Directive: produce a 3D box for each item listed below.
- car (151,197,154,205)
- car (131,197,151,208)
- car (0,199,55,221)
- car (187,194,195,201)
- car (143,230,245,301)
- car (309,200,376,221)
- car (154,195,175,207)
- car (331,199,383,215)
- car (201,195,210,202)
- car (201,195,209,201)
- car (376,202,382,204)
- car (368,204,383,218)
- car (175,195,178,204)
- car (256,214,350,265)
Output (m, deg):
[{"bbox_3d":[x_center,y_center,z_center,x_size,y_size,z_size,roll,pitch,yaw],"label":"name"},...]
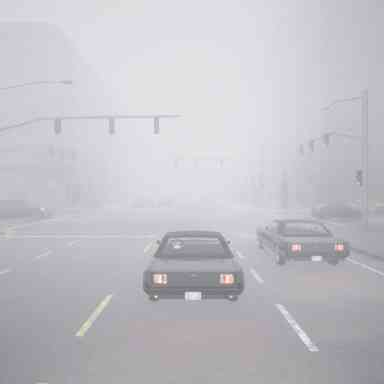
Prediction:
[{"bbox_3d":[-7.516,1.547,58.421,2.033,1.411,5.357,0,0,0],"label":"car"},{"bbox_3d":[-7.547,1.505,47.854,1.837,1.490,4.892,0,0,0],"label":"car"},{"bbox_3d":[-13.651,1.401,27.091,4.553,1.767,2.097,0,0,0],"label":"car"},{"bbox_3d":[-0.159,1.355,87.252,2.097,1.767,4.553,0,0,1],"label":"car"},{"bbox_3d":[0.038,1.601,8.267,1.895,1.301,4.718,0,0,0],"label":"car"},{"bbox_3d":[11.924,1.582,27.080,4.674,1.442,1.812,0,0,0],"label":"car"},{"bbox_3d":[-4.065,1.547,50.263,2.033,1.411,5.357,0,0,0],"label":"car"},{"bbox_3d":[17.189,1.533,34.278,5.008,1.535,1.882,0,0,0],"label":"car"},{"bbox_3d":[3.248,1.595,77.408,1.895,1.301,4.718,0,0,1],"label":"car"},{"bbox_3d":[3.343,1.553,87.383,1.994,1.385,4.181,0,0,1],"label":"car"},{"bbox_3d":[19.254,1.547,30.777,4.902,1.511,2.128,0,0,0],"label":"car"},{"bbox_3d":[3.593,1.221,1.903,2.150,2.045,5.566,0,0,0],"label":"car"},{"bbox_3d":[-3.984,1.505,60.106,1.837,1.490,4.892,0,0,1],"label":"car"},{"bbox_3d":[3.542,1.601,11.655,1.895,1.301,4.718,0,0,0],"label":"car"}]
